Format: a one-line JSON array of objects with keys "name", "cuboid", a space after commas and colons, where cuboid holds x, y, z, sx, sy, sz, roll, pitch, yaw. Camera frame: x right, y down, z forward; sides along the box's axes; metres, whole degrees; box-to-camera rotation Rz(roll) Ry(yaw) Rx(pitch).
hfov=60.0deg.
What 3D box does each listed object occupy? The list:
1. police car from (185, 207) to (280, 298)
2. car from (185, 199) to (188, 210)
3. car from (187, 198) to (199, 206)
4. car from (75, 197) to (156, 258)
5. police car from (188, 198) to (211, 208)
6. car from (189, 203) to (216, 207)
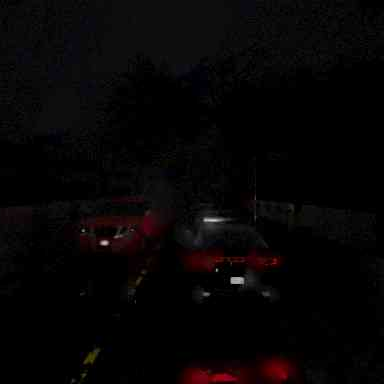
[{"name": "police car", "cuboid": [0.841, 1.431, 8.723, 1.930, 1.638, 5.238, 0, 0, 0]}, {"name": "car", "cuboid": [0.109, 1.663, 45.417, 1.994, 1.385, 4.181, 0, 0, 2]}, {"name": "car", "cuboid": [0.123, 1.725, 58.975, 1.994, 1.385, 4.181, 0, 0, 0]}, {"name": "car", "cuboid": [-2.727, 1.231, 13.132, 2.150, 2.045, 5.566, 0, 0, 0]}, {"name": "police car", "cuboid": [0.875, 1.452, 24.731, 1.930, 1.638, 5.238, 0, 0, 0]}, {"name": "car", "cuboid": [0.862, 1.542, 18.618, 1.812, 1.442, 4.674, 0, 0, 0]}]
